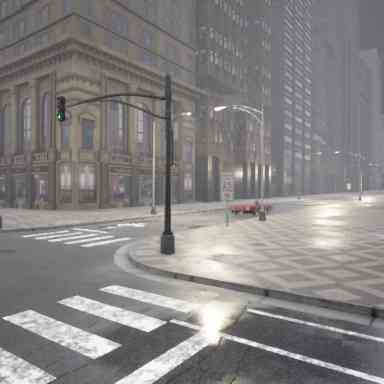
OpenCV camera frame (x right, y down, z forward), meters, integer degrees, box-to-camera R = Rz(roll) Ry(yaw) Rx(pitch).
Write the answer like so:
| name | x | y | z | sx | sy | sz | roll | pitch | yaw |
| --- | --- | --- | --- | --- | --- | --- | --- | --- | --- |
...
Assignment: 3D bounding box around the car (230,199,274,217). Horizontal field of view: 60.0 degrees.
| name | x | y | z | sx | sy | sz | roll | pitch | yaw |
| --- | --- | --- | --- | --- | --- | --- | --- | --- | --- |
| car | 5.015 | 1.243 | 27.109 | 1.895 | 1.301 | 4.718 | 0 | 1 | 36 |
